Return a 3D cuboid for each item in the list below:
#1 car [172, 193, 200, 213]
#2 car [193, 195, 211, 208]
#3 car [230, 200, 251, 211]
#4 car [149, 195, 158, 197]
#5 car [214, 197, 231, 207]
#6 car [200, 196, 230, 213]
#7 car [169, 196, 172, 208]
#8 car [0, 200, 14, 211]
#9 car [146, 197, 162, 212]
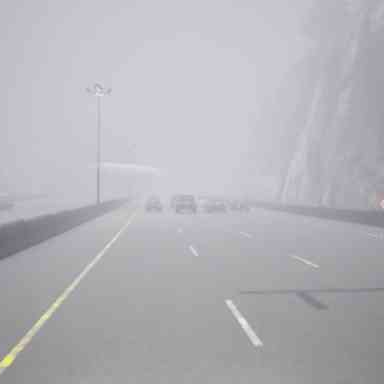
[{"bbox_3d":[-0.785,1.279,37.686,2.150,2.045,5.566,0,0,-6],"label":"car"},{"bbox_3d":[1.398,1.340,48.922,2.097,1.767,4.553,0,0,-6],"label":"car"},{"bbox_3d":[5.760,1.671,41.329,1.895,1.301,4.718,0,0,-6],"label":"car"},{"bbox_3d":[-5.771,1.289,50.068,2.097,1.767,4.553,0,0,-6],"label":"car"},{"bbox_3d":[4.659,1.510,51.223,1.812,1.442,4.674,0,1,-6],"label":"car"},{"bbox_3d":[2.553,1.422,38.412,2.097,1.767,4.553,0,0,-6],"label":"car"},{"bbox_3d":[-2.044,1.199,48.166,2.150,2.045,5.566,0,1,-6],"label":"car"},{"bbox_3d":[-22.019,1.551,37.540,1.895,1.301,4.718,0,0,-6],"label":"car"},{"bbox_3d":[-4.518,1.629,39.577,1.895,1.301,4.718,0,0,-6],"label":"car"}]
